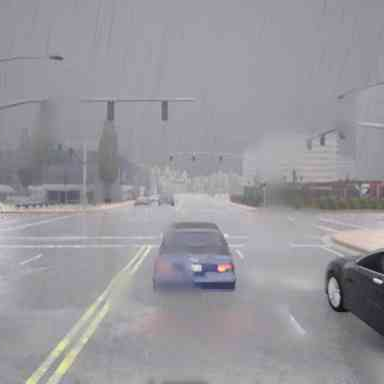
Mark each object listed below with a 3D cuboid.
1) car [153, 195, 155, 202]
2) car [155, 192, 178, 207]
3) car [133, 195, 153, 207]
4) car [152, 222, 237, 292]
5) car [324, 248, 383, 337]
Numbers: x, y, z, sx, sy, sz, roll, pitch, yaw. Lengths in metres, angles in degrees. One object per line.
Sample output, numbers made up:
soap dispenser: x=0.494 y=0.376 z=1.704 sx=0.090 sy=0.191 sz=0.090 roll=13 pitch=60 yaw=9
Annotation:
car: x=-7.218 y=1.338 z=64.840 sx=1.812 sy=1.442 sz=4.674 roll=0 pitch=0 yaw=0
car: x=-3.725 y=1.079 z=49.170 sx=2.150 sy=2.045 sz=5.566 roll=0 pitch=0 yaw=0
car: x=-7.228 y=1.384 z=48.688 sx=1.812 sy=1.442 sz=4.674 roll=0 pitch=0 yaw=0
car: x=0.056 y=1.521 z=8.992 sx=2.033 sy=1.411 sz=5.357 roll=0 pitch=0 yaw=0
car: x=3.548 y=1.491 z=4.745 sx=1.837 sy=1.490 sz=4.892 roll=0 pitch=0 yaw=0
